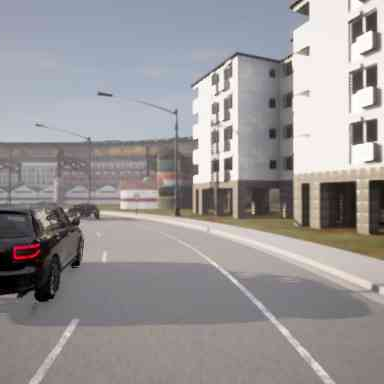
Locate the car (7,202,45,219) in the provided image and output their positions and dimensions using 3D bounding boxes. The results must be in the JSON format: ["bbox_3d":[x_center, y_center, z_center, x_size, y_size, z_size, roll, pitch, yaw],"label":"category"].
[{"bbox_3d":[-17.022,1.779,33.976,2.128,1.511,4.902,0,-1,-43],"label":"car"}]

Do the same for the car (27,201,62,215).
[{"bbox_3d":[-17.475,1.833,39.221,4.892,1.490,1.837,0,0,41],"label":"car"}]

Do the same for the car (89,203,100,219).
[{"bbox_3d":[-10.161,1.755,31.204,1.837,1.490,4.892,0,0,-36],"label":"car"}]

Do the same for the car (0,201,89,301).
[{"bbox_3d":[-4.255,1.294,8.496,2.150,2.045,5.566,0,0,-9],"label":"car"}]
